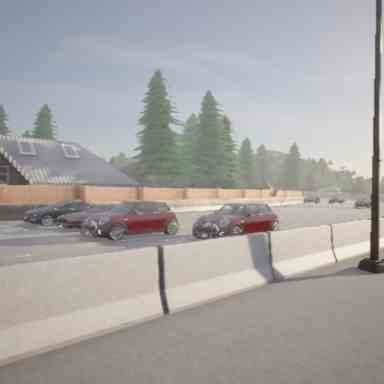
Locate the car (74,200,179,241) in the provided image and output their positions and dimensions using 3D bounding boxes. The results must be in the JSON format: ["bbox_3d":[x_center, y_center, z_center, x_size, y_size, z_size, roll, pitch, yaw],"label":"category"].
[{"bbox_3d":[-2.836,1.211,15.812,4.553,1.767,2.097,1,0,-42],"label":"car"}]

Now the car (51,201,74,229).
[{"bbox_3d":[-4.721,1.362,18.757,5.357,1.411,2.033,1,0,-42],"label":"car"}]

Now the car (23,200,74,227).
[{"bbox_3d":[-7.796,1.263,20.748,4.892,1.490,1.837,1,1,-42],"label":"car"}]

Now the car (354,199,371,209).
[{"bbox_3d":[24.690,1.678,48.094,1.895,1.301,4.718,1,0,32],"label":"car"}]

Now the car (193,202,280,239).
[{"bbox_3d":[2.166,1.285,15.651,4.553,1.767,2.097,1,0,-43],"label":"car"}]

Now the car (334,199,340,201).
[{"bbox_3d":[21.731,1.265,49.953,1.895,1.301,4.718,1,0,32],"label":"car"}]

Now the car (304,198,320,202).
[{"bbox_3d":[18.784,1.168,51.838,1.994,1.385,4.181,1,0,32],"label":"car"}]
